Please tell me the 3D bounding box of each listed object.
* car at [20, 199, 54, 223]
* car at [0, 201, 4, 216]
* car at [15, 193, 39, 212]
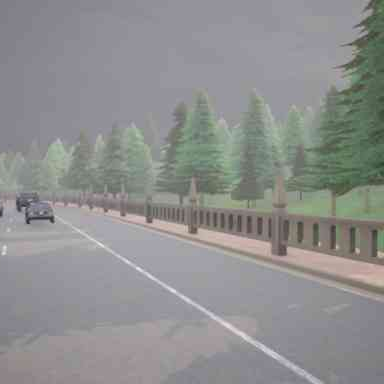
[{"bbox_3d":[-11.420,1.491,24.799,2.033,1.411,5.357,0,0,-28],"label":"car"},{"bbox_3d":[-18.559,1.272,30.682,2.097,1.767,4.553,0,0,-28],"label":"car"},{"bbox_3d":[-18.648,1.127,37.767,2.150,2.045,5.566,0,-1,-31],"label":"car"}]
